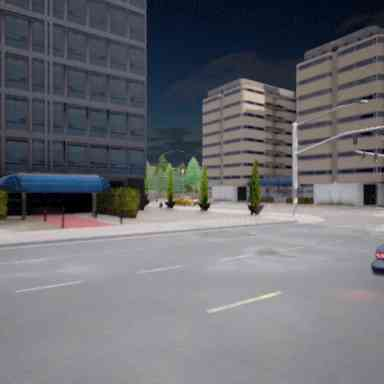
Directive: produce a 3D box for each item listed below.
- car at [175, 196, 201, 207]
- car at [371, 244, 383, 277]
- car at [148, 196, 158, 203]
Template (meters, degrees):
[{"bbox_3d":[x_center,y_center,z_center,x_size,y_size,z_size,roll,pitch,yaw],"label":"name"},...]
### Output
[{"bbox_3d":[-0.689,1.470,51.411,1.882,1.535,5.008,0,0,-35],"label":"car"},{"bbox_3d":[6.773,1.545,8.651,5.357,1.411,2.033,0,0,-35],"label":"car"},{"bbox_3d":[-8.763,1.493,69.247,2.128,1.511,4.902,0,0,-35],"label":"car"}]
